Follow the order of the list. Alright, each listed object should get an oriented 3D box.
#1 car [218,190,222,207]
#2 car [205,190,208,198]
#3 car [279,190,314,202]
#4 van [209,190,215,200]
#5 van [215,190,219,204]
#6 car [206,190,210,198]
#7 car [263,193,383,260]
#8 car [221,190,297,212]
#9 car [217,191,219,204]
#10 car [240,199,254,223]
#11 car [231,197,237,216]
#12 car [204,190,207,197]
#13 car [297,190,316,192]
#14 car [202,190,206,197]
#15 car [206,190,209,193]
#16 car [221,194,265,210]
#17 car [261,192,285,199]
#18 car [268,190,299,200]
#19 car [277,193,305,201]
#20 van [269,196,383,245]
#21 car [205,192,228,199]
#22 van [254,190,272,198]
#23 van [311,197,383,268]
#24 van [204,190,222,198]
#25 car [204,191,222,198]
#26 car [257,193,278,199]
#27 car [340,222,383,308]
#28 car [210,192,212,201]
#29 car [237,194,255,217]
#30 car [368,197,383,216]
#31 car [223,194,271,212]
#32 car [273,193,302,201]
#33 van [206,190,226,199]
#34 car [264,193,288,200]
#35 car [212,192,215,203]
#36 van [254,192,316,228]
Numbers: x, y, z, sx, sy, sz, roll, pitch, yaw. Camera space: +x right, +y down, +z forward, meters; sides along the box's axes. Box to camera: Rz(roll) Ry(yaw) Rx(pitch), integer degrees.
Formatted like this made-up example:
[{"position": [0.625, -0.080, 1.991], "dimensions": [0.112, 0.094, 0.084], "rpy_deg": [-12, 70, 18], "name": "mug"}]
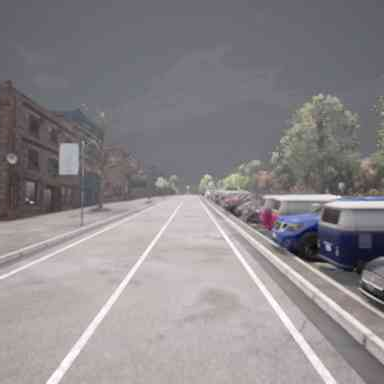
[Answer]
[{"position": [5.610, 0.993, 31.326], "dimensions": [5.566, 2.045, 2.435], "rpy_deg": [0, 1, 0], "name": "car"}, {"position": [5.527, 0.938, 67.768], "dimensions": [4.792, 1.488, 2.163], "rpy_deg": [0, 0, 0], "name": "car"}, {"position": [18.625, 0.725, 59.611], "dimensions": [5.566, 2.045, 2.435], "rpy_deg": [0, 1, 0], "name": "car"}, {"position": [5.471, 0.805, 53.751], "dimensions": [4.442, 1.987, 1.878], "rpy_deg": [0, 1, 0], "name": "van"}, {"position": [5.496, 0.912, 42.539], "dimensions": [4.442, 1.987, 1.878], "rpy_deg": [0, 1, 0], "name": "van"}, {"position": [5.760, 0.975, 59.360], "dimensions": [5.366, 1.575, 1.946], "rpy_deg": [0, 1, 0], "name": "car"}, {"position": [5.655, 1.180, 11.703], "dimensions": [5.566, 2.045, 2.435], "rpy_deg": [0, 1, 0], "name": "car"}, {"position": [5.616, 1.020, 28.523], "dimensions": [5.566, 2.045, 2.435], "rpy_deg": [0, 1, 0], "name": "car"}, {"position": [5.650, 1.039, 39.737], "dimensions": [4.553, 1.767, 2.185], "rpy_deg": [0, 1, 0], "name": "car"}, {"position": [5.657, 1.352, 20.116], "dimensions": [4.892, 1.521, 2.231], "rpy_deg": [0, 1, 0], "name": "car"}, {"position": [5.648, 1.338, 25.723], "dimensions": [4.674, 1.452, 2.002], "rpy_deg": [0, 1, 0], "name": "car"}, {"position": [5.545, 0.889, 70.565], "dimensions": [4.892, 1.521, 2.231], "rpy_deg": [0, 0, 0], "name": "car"}, {"position": [18.632, 0.750, 56.949], "dimensions": [5.566, 2.045, 2.435], "rpy_deg": [0, 1, 0], "name": "car"}, {"position": [5.571, 0.619, 73.371], "dimensions": [5.566, 2.045, 2.435], "rpy_deg": [0, 0, 0], "name": "car"}, {"position": [5.563, 0.952, 62.160], "dimensions": [5.008, 1.535, 2.097], "rpy_deg": [0, 1, 0], "name": "car"}, {"position": [5.594, 1.065, 36.934], "dimensions": [4.553, 1.767, 2.185], "rpy_deg": [0, 1, 0], "name": "car"}, {"position": [18.611, 0.853, 76.321], "dimensions": [5.008, 1.535, 2.097], "rpy_deg": [0, 0, 0], "name": "car"}, {"position": [18.607, 0.656, 67.966], "dimensions": [5.566, 2.045, 2.435], "rpy_deg": [0, 0, 0], "name": "car"}, {"position": [18.645, 0.990, 62.521], "dimensions": [4.674, 1.452, 2.002], "rpy_deg": [0, 0, 0], "name": "car"}, {"position": [5.793, 1.179, 14.508], "dimensions": [4.442, 1.987, 1.878], "rpy_deg": [0, 1, 0], "name": "van"}, {"position": [5.531, 0.853, 76.176], "dimensions": [5.008, 1.535, 2.097], "rpy_deg": [0, 0, 0], "name": "car"}, {"position": [18.712, 0.556, 87.463], "dimensions": [4.442, 1.987, 1.878], "rpy_deg": [0, 0, 0], "name": "van"}, {"position": [5.806, 1.232, 8.903], "dimensions": [4.442, 1.987, 1.878], "rpy_deg": [0, 0, 0], "name": "van"}, {"position": [5.404, 0.574, 84.585], "dimensions": [4.442, 1.987, 1.878], "rpy_deg": [0, 0, 0], "name": "van"}, {"position": [5.484, 0.657, 87.389], "dimensions": [4.553, 1.767, 2.185], "rpy_deg": [0, 0, 0], "name": "car"}, {"position": [18.602, 0.858, 81.893], "dimensions": [4.674, 1.452, 2.002], "rpy_deg": [0, 0, 0], "name": "car"}, {"position": [5.702, 1.479, 6.097], "dimensions": [4.892, 1.521, 2.231], "rpy_deg": [0, 0, 0], "name": "car"}, {"position": [5.565, 1.087, 50.951], "dimensions": [4.792, 1.488, 2.163], "rpy_deg": [0, 1, 0], "name": "car"}, {"position": [5.689, 1.199, 22.918], "dimensions": [4.553, 1.767, 2.185], "rpy_deg": [0, 1, 0], "name": "car"}, {"position": [18.538, 1.265, 28.953], "dimensions": [5.366, 1.575, 1.946], "rpy_deg": [0, 1, 0], "name": "car"}, {"position": [5.601, 1.092, 34.130], "dimensions": [4.553, 1.767, 2.185], "rpy_deg": [0, 1, 0], "name": "car"}, {"position": [18.636, 0.929, 65.182], "dimensions": [5.008, 1.535, 2.097], "rpy_deg": [0, 0, 0], "name": "car"}, {"position": [5.647, 0.609, 78.978], "dimensions": [4.442, 1.987, 1.878], "rpy_deg": [0, 0, 0], "name": "van"}, {"position": [18.593, 0.900, 73.536], "dimensions": [4.792, 1.488, 2.163], "rpy_deg": [0, 0, 0], "name": "car"}, {"position": [5.601, 1.111, 45.344], "dimensions": [5.008, 1.535, 2.097], "rpy_deg": [0, 1, 0], "name": "car"}, {"position": [5.787, 1.152, 17.311], "dimensions": [4.442, 1.987, 1.878], "rpy_deg": [0, 1, 0], "name": "van"}]
